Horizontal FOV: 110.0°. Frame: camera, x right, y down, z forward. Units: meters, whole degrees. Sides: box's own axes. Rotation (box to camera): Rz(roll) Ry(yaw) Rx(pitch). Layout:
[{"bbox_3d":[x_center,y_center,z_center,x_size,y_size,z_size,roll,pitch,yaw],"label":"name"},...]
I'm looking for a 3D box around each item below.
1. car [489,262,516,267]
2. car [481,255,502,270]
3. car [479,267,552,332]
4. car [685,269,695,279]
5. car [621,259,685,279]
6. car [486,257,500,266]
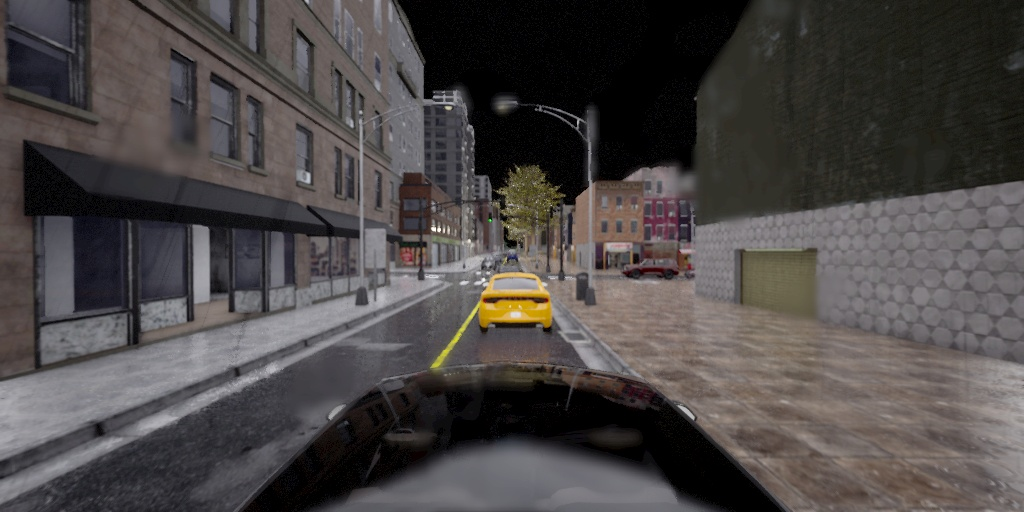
[{"bbox_3d":[-0.355,1.330,24.877,1.895,1.301,4.718,0,0,-7],"label":"car"},{"bbox_3d":[-2.840,0.899,45.598,2.128,1.511,4.902,0,1,1],"label":"car"},{"bbox_3d":[0.098,1.261,11.020,1.882,1.535,5.008,0,0,0],"label":"car"},{"bbox_3d":[18.104,1.501,33.017,4.207,1.307,1.802,0,0,0],"label":"car"},{"bbox_3d":[12.702,1.156,33.009,5.009,1.841,2.192,0,0,0],"label":"car"},{"bbox_3d":[-2.845,0.792,55.439,1.895,1.301,4.718,0,1,0],"label":"car"}]
